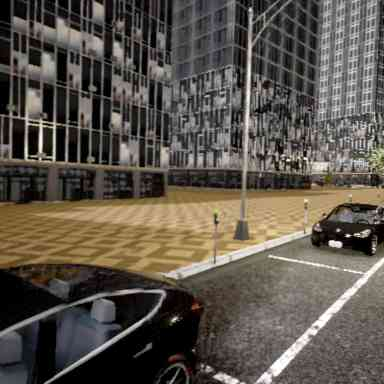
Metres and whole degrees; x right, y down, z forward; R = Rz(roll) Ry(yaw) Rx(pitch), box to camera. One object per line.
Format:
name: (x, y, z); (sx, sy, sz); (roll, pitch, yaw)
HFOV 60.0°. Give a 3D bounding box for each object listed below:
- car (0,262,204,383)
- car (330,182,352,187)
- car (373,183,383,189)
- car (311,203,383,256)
car: (-1.618, 1.386, 2.388); (1.947, 1.339, 4.313); (5, 5, 38)
car: (38.597, -1.817, 85.132); (2.008, 1.369, 4.403); (1, 2, -31)
car: (44.421, -1.279, 75.600); (2.008, 1.369, 4.403); (1, 2, -31)
car: (5.556, 1.080, 11.244); (1.947, 1.339, 4.313); (5, 5, 40)
